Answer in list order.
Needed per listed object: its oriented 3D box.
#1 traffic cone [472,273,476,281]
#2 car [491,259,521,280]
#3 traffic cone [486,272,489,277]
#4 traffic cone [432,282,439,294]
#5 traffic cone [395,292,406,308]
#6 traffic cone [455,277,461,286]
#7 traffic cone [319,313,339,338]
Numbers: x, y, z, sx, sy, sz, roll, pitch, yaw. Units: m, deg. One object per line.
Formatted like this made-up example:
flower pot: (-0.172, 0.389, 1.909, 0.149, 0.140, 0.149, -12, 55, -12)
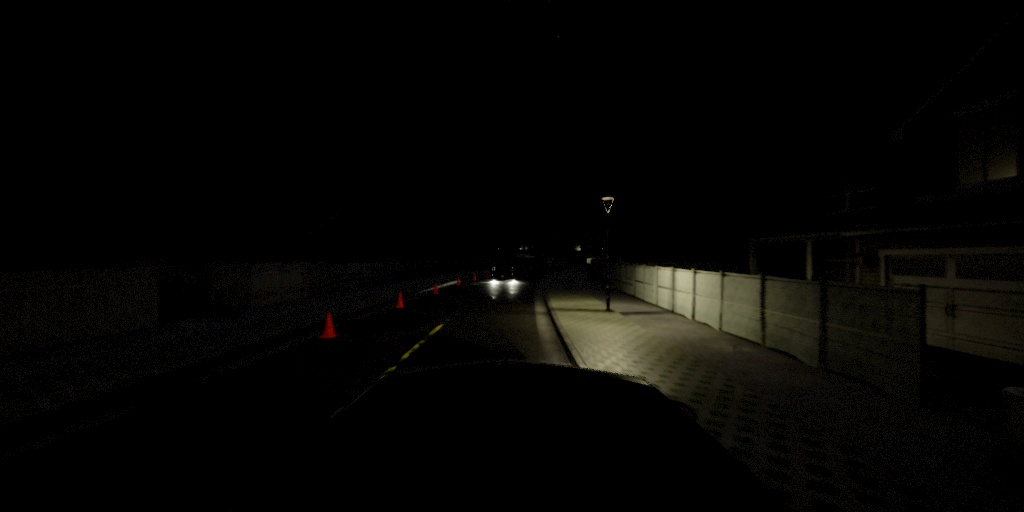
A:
traffic cone: (-3.047, 1.693, 29.100, 0.340, 0.580, 0.340, 0, 0, 7)
car: (-0.460, 1.083, 31.491, 2.097, 1.767, 4.553, 0, 0, 9)
traffic cone: (-2.368, 1.691, 34.125, 0.340, 0.580, 0.340, 0, 0, 9)
traffic cone: (-4.039, 1.698, 19.031, 0.340, 0.580, 0.340, 0, 0, 4)
traffic cone: (-4.355, 1.702, 13.983, 0.340, 0.580, 0.340, 0, 0, 3)
traffic cone: (-3.603, 1.695, 24.072, 0.340, 0.580, 0.340, 0, 0, 6)
traffic cone: (-4.551, 1.706, 8.927, 0.340, 0.580, 0.340, 0, 0, 2)
